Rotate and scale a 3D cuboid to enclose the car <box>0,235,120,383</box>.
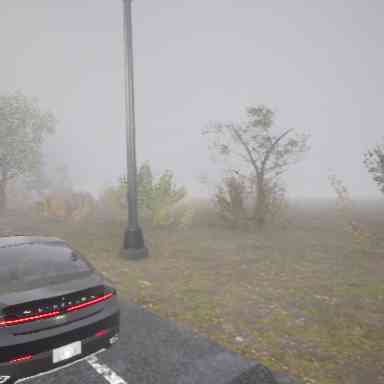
[{"bbox_3d":[-2.952,1.476,5.387,1.837,1.490,4.892,-2,1,-41],"label":"car"}]
